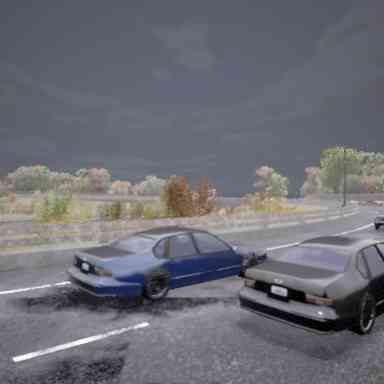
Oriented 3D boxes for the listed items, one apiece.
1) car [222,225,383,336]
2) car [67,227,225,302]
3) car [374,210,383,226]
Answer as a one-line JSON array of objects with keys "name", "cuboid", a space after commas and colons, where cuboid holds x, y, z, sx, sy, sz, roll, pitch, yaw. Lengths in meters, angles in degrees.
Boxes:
[{"name": "car", "cuboid": [3.257, 1.651, 6.938, 5.357, 1.411, 2.033, 1, -1, -42]}, {"name": "car", "cuboid": [-0.285, 1.622, 8.489, 5.357, 1.411, 2.033, 1, -1, -41]}, {"name": "car", "cuboid": [14.574, 1.948, 24.100, 2.033, 1.411, 5.357, 0, -1, 38]}]
